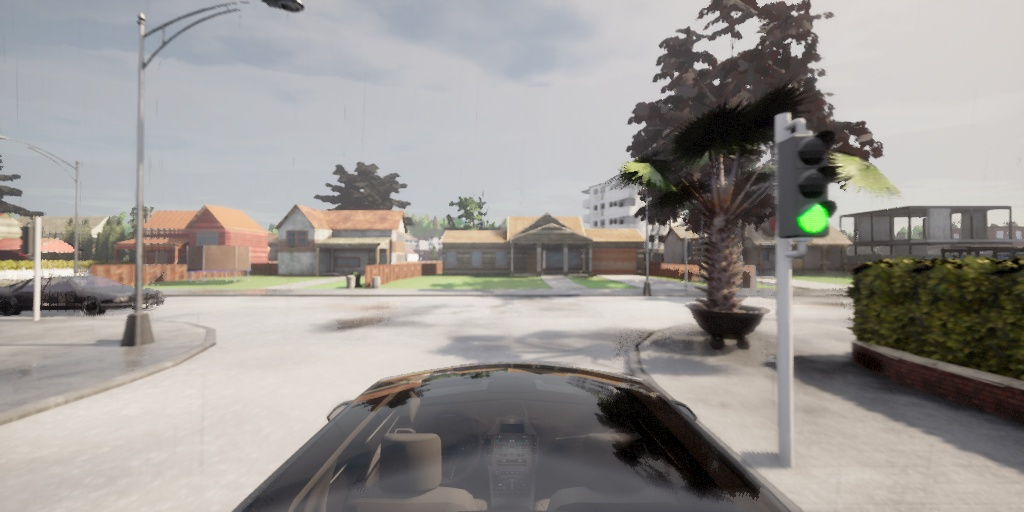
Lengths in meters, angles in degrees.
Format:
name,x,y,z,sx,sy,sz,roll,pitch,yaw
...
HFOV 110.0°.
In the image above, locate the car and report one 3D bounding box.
name,x,y,z,sx,sy,sz,roll,pitch,yaw
car,-16.423,1.440,13.465,5.357,1.411,2.033,0,-1,0
